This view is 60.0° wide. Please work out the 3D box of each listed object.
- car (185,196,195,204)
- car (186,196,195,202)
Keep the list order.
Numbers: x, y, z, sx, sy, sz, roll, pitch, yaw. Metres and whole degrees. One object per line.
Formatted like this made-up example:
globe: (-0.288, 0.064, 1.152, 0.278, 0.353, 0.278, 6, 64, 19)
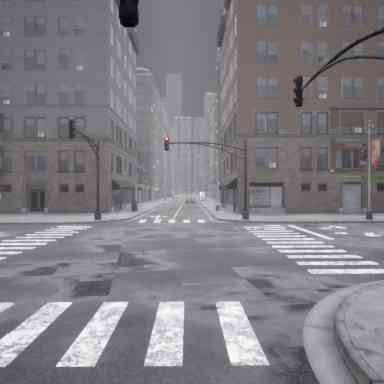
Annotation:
car: (-0.300, 1.649, 63.675, 1.895, 1.301, 4.718, 0, 0, 0)
car: (-0.368, 1.484, 73.679, 1.895, 1.301, 4.718, 0, 0, 0)
